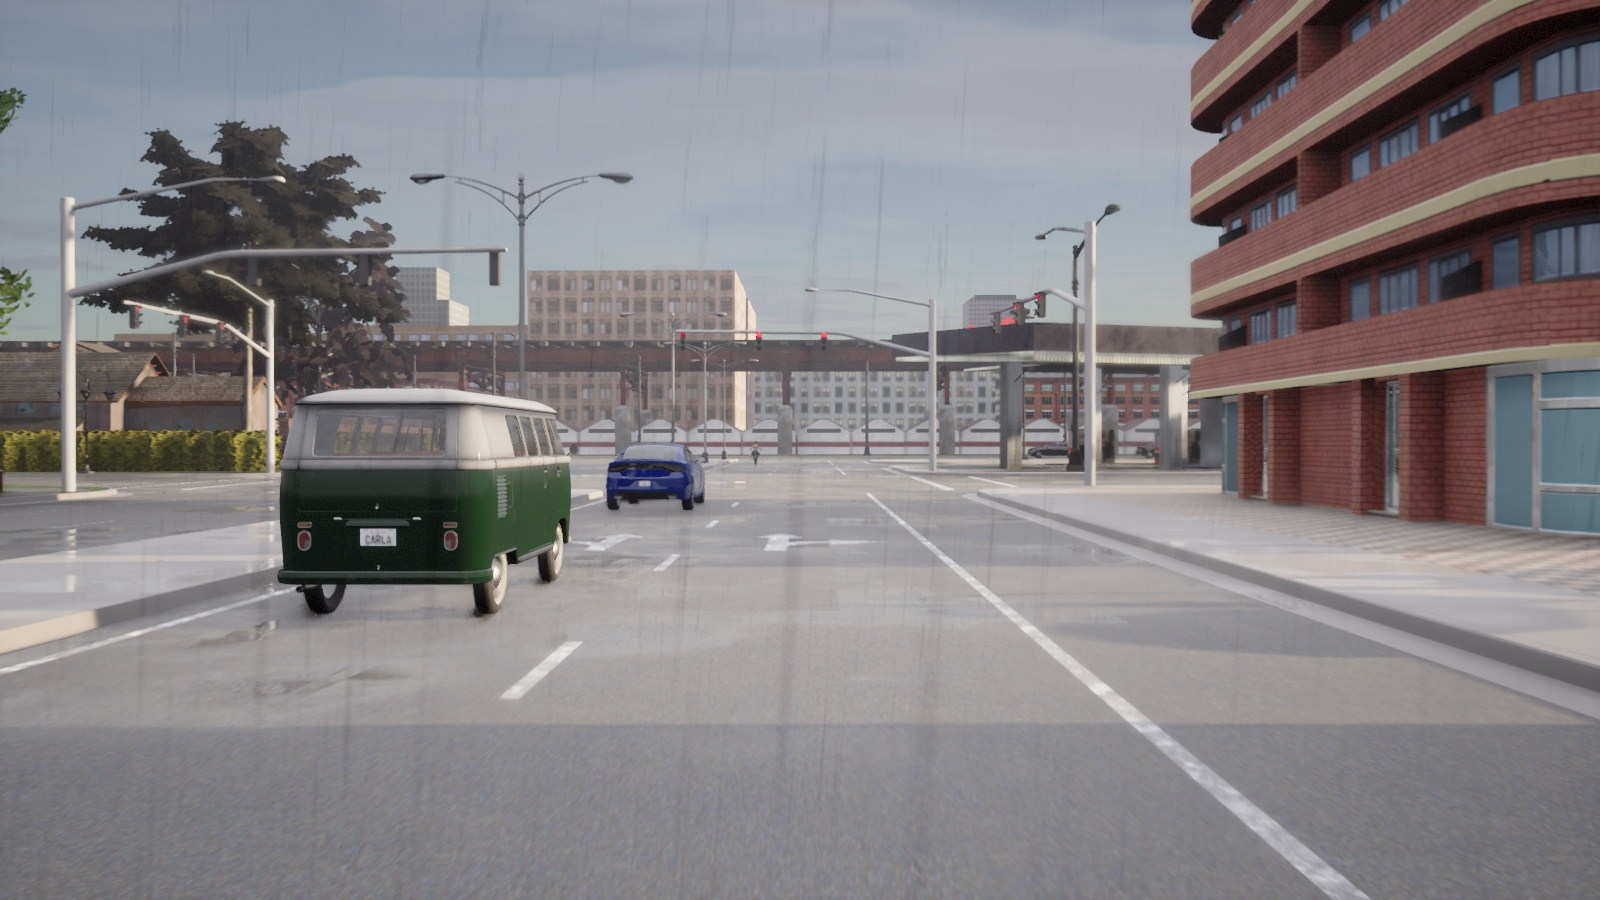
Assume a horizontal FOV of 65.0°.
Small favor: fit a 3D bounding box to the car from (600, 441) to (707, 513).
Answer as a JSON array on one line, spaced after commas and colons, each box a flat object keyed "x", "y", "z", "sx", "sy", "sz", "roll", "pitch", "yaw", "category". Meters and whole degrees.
[{"x": -3.315, "y": 0.556, "z": 29.353, "sx": 1.882, "sy": 1.535, "sz": 5.008, "roll": 0, "pitch": 0, "yaw": 0, "category": "car"}]

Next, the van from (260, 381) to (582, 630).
[{"x": -3.414, "y": 0.428, "z": 12.252, "sx": 1.775, "sy": 1.987, "sz": 4.442, "roll": 0, "pitch": 0, "yaw": 0, "category": "van"}]
